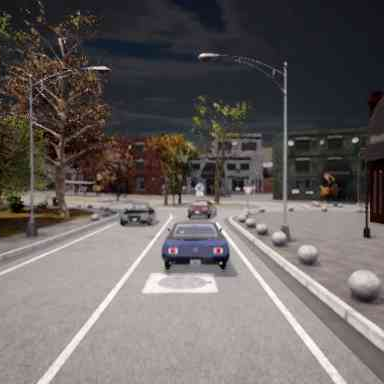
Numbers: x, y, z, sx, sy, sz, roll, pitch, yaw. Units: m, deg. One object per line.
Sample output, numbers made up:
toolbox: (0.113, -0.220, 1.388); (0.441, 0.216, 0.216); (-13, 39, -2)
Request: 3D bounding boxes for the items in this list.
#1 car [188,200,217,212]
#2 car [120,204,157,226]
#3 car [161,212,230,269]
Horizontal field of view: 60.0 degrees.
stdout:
car: (0.937, 1.389, 28.287); (1.812, 1.442, 4.674); (0, 1, 13)
car: (-3.513, 1.488, 22.391); (1.994, 1.385, 4.181); (0, 0, 1)
car: (0.098, 1.590, 11.123); (1.895, 1.301, 4.718); (0, 0, 0)
